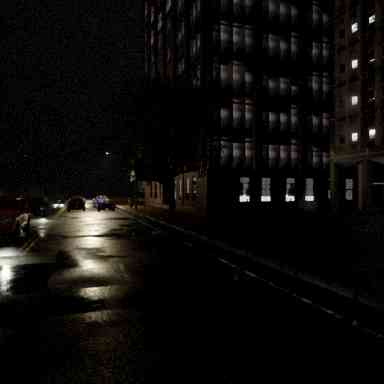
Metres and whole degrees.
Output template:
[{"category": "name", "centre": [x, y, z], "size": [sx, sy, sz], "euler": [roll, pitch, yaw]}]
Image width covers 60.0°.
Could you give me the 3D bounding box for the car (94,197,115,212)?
[{"category": "car", "centre": [-10.089, 1.600, 38.853], "size": [1.895, 1.301, 4.718], "euler": [0, 0, -18]}]

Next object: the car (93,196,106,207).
[{"category": "car", "centre": [-13.220, 1.350, 48.134], "size": [2.097, 1.767, 4.553], "euler": [0, 0, -18]}]

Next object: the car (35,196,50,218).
[{"category": "car", "centre": [-14.070, 1.351, 29.866], "size": [2.097, 1.767, 4.553], "euler": [0, 0, -17]}]

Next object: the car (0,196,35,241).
[{"category": "car", "centre": [-9.634, 1.222, 16.744], "size": [2.150, 2.045, 5.566], "euler": [0, 0, -18]}]

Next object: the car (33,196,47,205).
[{"category": "car", "centre": [-28.135, 1.471, 61.648], "size": [1.882, 1.535, 5.008], "euler": [0, 0, -18]}]

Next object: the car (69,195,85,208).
[{"category": "car", "centre": [-16.484, 1.350, 47.774], "size": [2.097, 1.767, 4.553], "euler": [0, 0, -18]}]

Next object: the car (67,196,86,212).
[{"category": "car", "centre": [-13.434, 1.477, 38.759], "size": [1.882, 1.535, 5.008], "euler": [0, 0, -19]}]

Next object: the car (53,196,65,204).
[{"category": "car", "centre": [-25.191, 1.499, 63.086], "size": [2.128, 1.511, 4.902], "euler": [0, 0, -18]}]
